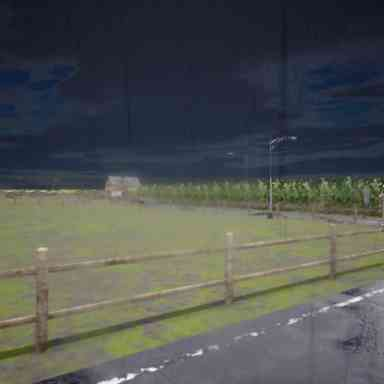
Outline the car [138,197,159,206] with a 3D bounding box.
[{"bbox_3d":[-7.297,1.572,55.764,2.128,1.511,4.902,0,0,-36],"label":"car"}]
